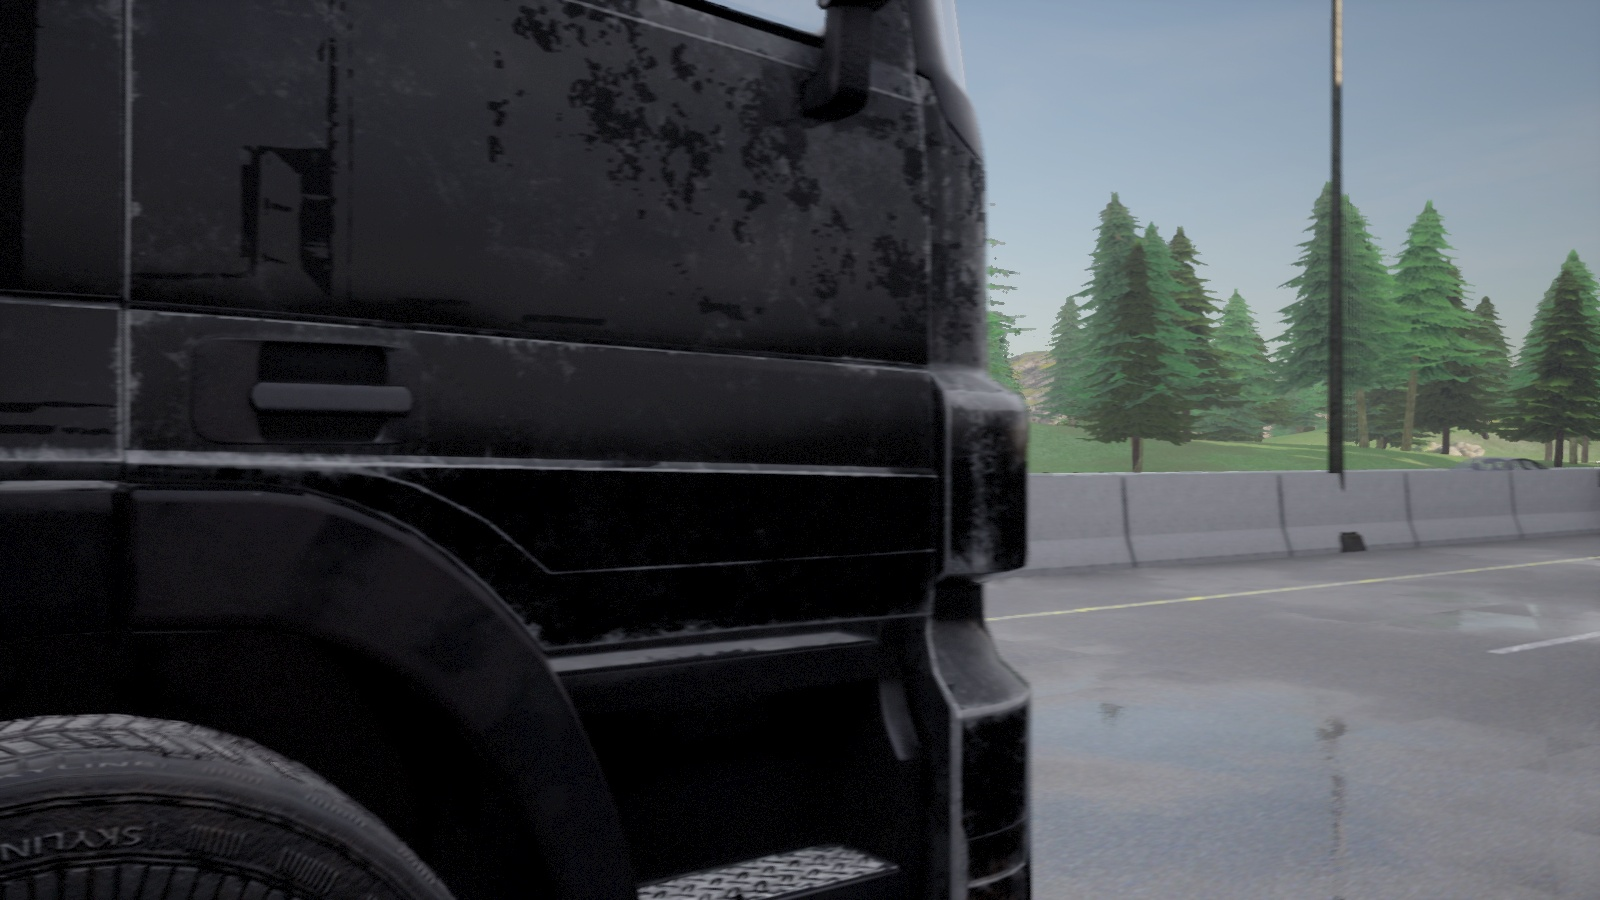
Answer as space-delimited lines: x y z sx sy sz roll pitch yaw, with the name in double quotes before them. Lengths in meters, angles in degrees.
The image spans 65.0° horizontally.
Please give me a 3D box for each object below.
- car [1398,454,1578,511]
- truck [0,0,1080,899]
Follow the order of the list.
"car" 18.420 0.811 33.522 5.357 1.411 2.033 0 0 -35
"truck" -3.585 -0.225 1.168 7.936 3.462 2.891 0 0 -35
